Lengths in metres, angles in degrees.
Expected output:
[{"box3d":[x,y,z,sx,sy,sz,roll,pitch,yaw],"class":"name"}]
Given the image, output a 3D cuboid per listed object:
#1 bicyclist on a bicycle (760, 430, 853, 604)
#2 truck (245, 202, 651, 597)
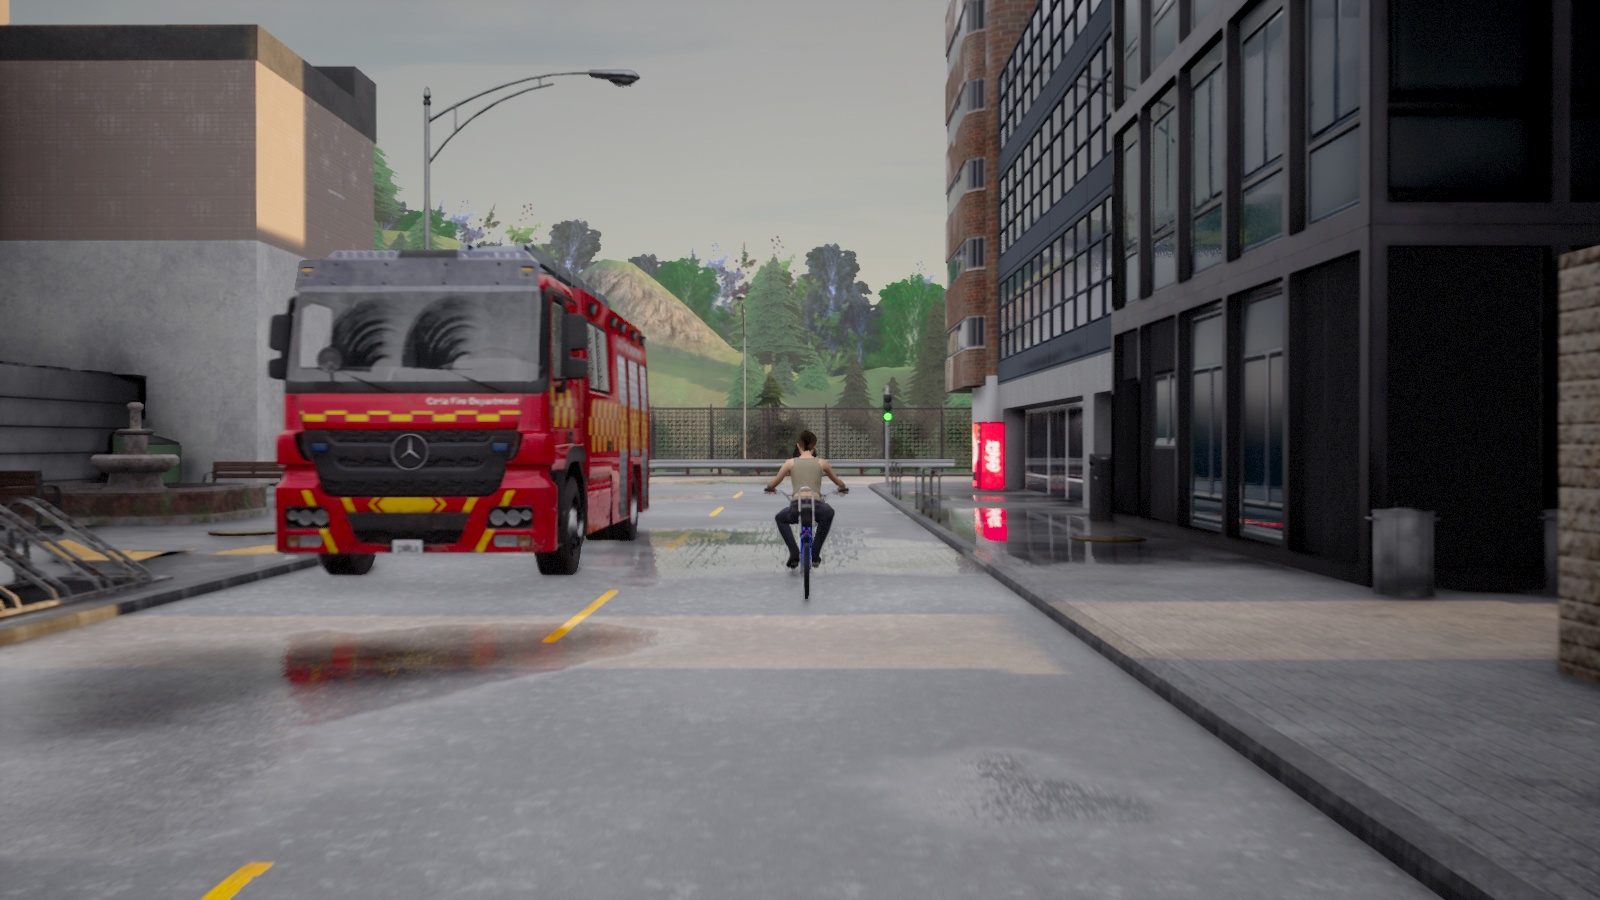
[{"box3d":[0.066,0.617,12.415,0.866,1.612,1.509,0,0,0],"class":"bicyclist on a bicycle"},{"box3d":[-3.915,-0.509,16.401,2.891,3.827,8.468,0,0,0],"class":"truck"}]
